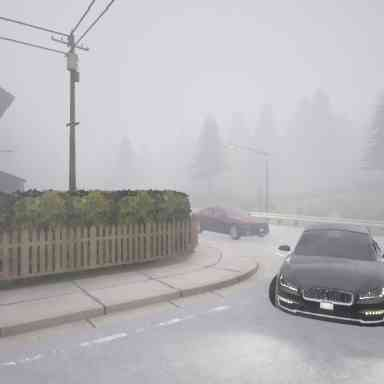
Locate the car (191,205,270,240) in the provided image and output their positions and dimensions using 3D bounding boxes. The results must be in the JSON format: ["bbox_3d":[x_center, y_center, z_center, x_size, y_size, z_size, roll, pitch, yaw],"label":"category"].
[{"bbox_3d":[1.861,1.478,17.434,1.882,1.535,5.008,0,0,-33],"label":"car"}]

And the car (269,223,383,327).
[{"bbox_3d":[3.159,1.505,7.298,1.837,1.490,4.892,0,0,27],"label":"car"}]
